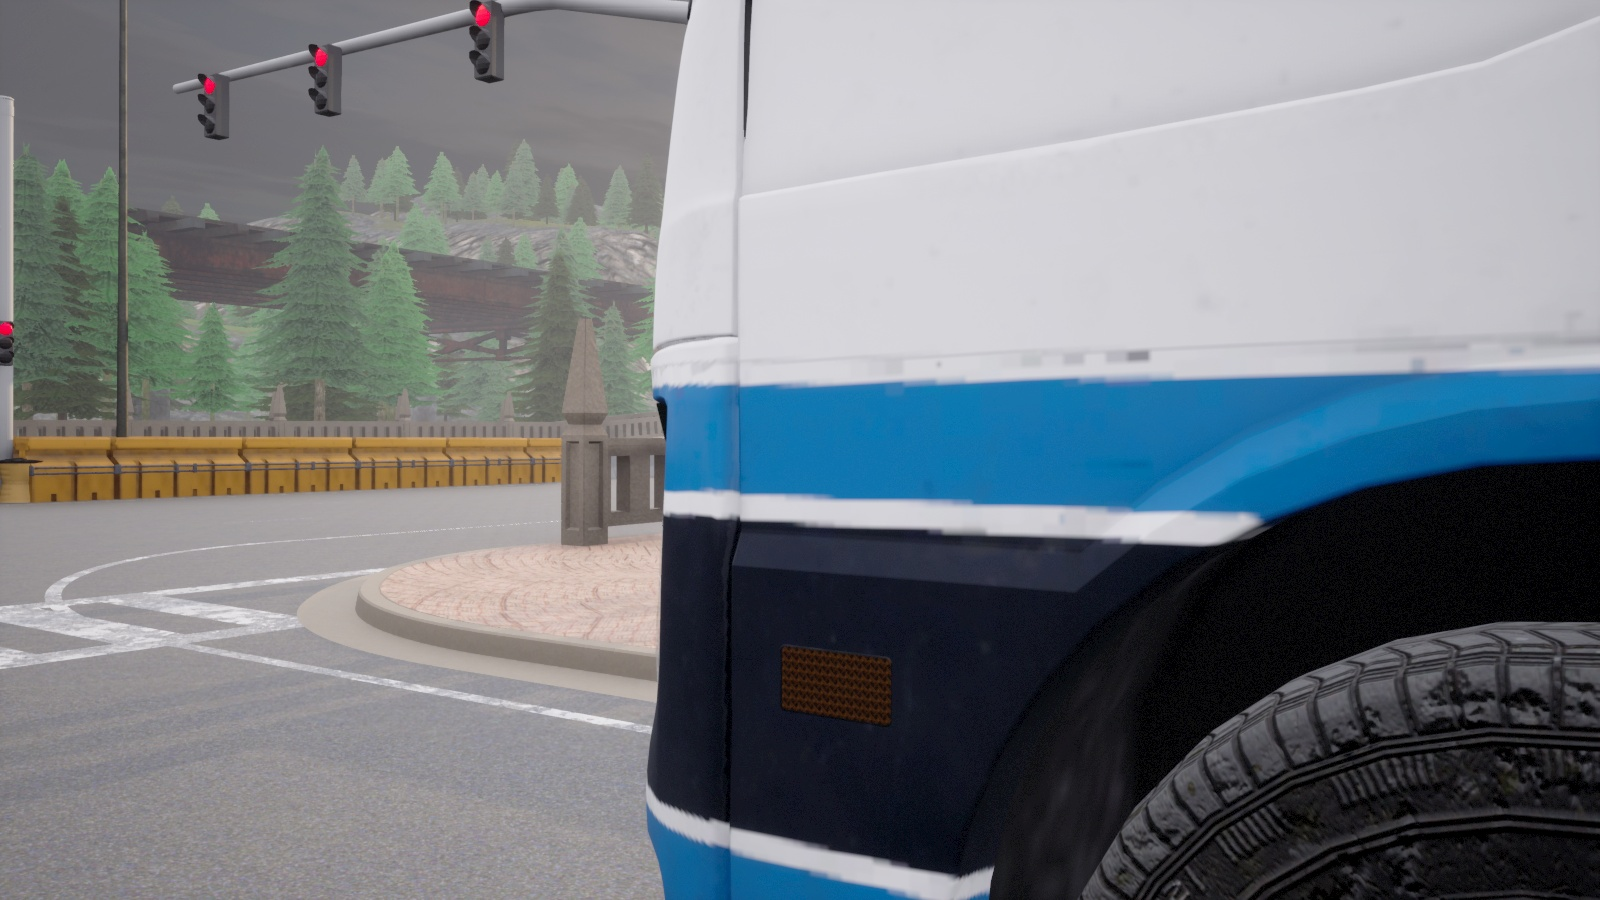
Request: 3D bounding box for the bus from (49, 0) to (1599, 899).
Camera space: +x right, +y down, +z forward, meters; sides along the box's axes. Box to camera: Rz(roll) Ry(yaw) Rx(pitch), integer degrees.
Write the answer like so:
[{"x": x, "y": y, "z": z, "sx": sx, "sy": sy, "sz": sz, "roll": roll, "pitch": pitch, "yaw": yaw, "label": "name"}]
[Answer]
[{"x": 4.151, "y": -0.694, "z": 0.837, "sx": 10.273, "sy": 4.253, "sz": 3.944, "roll": 0, "pitch": 1, "yaw": 34, "label": "bus"}]
